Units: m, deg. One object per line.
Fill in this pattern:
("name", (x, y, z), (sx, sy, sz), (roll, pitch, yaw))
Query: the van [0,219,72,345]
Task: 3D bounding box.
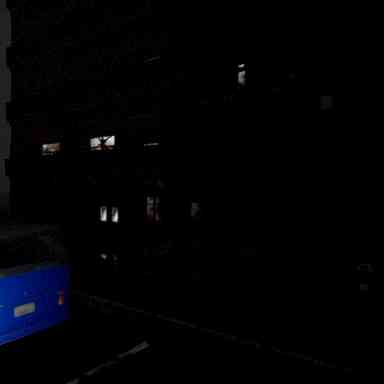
("van", (-3.750, 1.338, 5.532), (3.998, 1.788, 1.690), (0, 1, 36))
